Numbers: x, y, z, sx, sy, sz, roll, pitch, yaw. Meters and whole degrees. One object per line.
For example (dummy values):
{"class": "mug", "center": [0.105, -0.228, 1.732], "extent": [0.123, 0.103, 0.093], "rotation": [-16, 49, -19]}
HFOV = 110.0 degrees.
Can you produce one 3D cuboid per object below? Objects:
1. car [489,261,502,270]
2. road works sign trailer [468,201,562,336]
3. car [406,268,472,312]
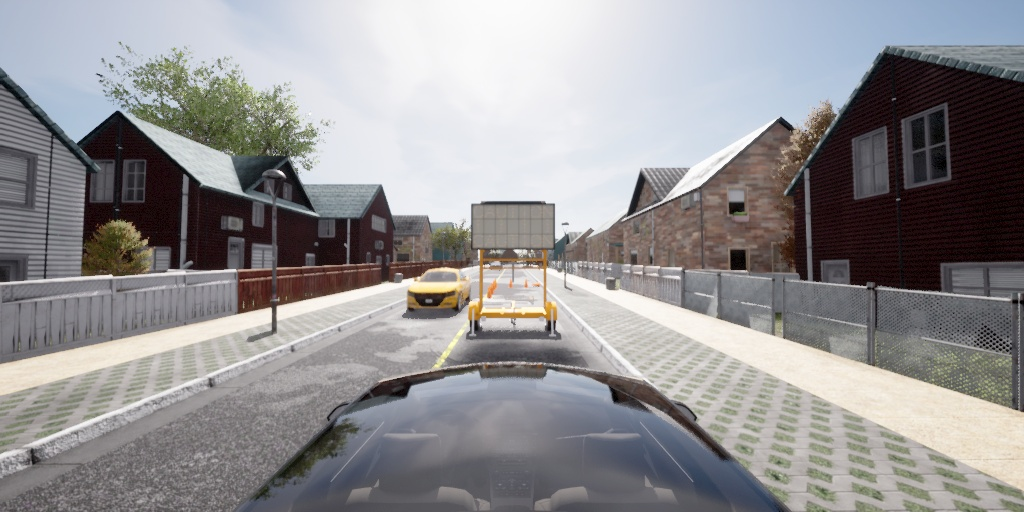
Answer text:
{"class": "car", "center": [-2.604, 1.570, 58.030], "extent": [2.033, 1.411, 5.357], "rotation": [0, -1, 0]}
{"class": "road works sign trailer", "center": [0.034, 0.225, 10.369], "extent": [2.380, 3.560, 2.880], "rotation": [0, 0, 1]}
{"class": "car", "center": [-2.795, 1.248, 14.596], "extent": [1.882, 1.535, 5.008], "rotation": [0, 0, 0]}
